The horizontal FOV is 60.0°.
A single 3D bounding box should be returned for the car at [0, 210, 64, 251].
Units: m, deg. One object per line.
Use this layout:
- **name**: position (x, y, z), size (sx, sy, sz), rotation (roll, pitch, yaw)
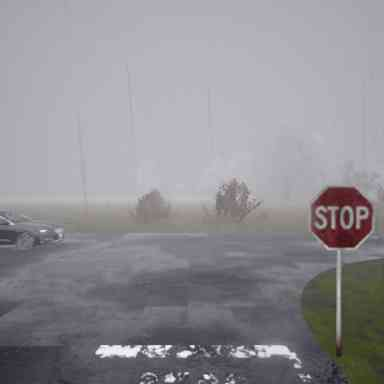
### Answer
- **car**: position (-7.800, 1.515, 13.543), size (4.902, 1.511, 2.128), rotation (0, 0, 0)
